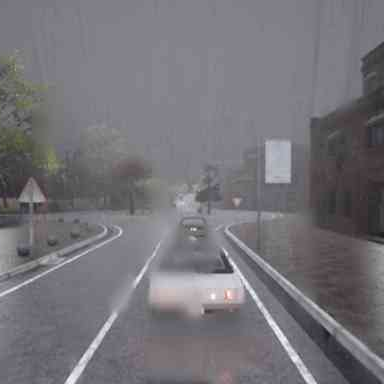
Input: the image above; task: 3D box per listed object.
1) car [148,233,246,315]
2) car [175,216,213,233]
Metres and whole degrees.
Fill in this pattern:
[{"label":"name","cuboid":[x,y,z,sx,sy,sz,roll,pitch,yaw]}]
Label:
[{"label":"car","cuboid":[0.065,2.008,8.518,1.895,1.301,4.718,0,-1,-1]},{"label":"car","cuboid":[0.095,2.136,18.770,1.837,1.490,4.892,0,-1,2]}]
